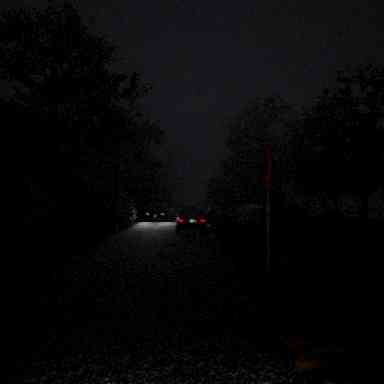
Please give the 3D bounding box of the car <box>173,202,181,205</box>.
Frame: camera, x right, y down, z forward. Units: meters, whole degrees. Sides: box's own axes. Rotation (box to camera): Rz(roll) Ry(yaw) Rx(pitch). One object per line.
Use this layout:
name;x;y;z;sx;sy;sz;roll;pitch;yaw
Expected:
car;-2.964;2.792;69.840;1.837;1.490;4.892;0;-2;0

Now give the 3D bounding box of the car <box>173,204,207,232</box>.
car;-0.021;1.686;20.919;2.033;1.411;5.357;0;-1;0

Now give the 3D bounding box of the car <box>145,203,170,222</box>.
car;-3.008;1.764;29.466;1.837;1.490;4.892;0;-1;0

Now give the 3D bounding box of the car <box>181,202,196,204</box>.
car;-0.091;2.044;42.850;1.812;1.442;4.674;0;-1;0
